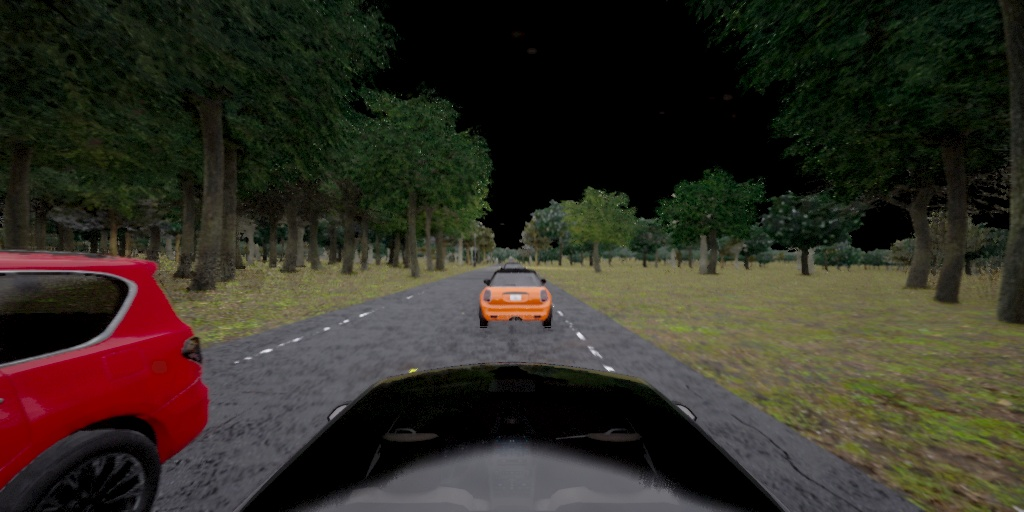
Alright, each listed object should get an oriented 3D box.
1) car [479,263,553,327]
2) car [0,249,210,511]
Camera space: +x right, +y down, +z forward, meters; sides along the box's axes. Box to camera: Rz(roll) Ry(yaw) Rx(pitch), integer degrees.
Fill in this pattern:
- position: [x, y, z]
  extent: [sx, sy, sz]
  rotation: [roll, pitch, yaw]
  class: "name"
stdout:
- position: [0.101, 1.175, 11.973]
  extent: [2.097, 1.767, 4.553]
  rotation: [0, 0, 0]
  class: "car"
- position: [-3.601, 0.965, 0.648]
  extent: [2.150, 2.045, 5.566]
  rotation: [0, 0, 0]
  class: "car"
